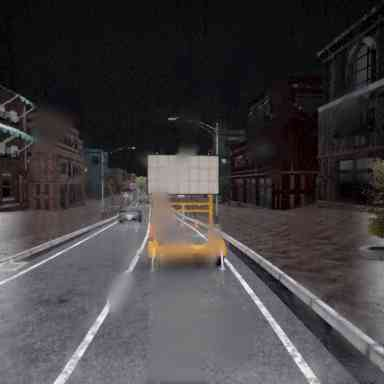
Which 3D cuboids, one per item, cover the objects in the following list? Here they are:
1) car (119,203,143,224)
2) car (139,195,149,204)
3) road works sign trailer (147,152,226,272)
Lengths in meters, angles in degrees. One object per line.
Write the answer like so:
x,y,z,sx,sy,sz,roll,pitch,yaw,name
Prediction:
-5.389,1.971,29.555,2.128,1.511,4.902,0,-2,-7,car
-11.155,1.749,77.406,2.150,2.045,5.566,0,2,-7,car
-0.301,0.497,10.956,2.380,3.560,2.880,0,-1,-9,road works sign trailer
